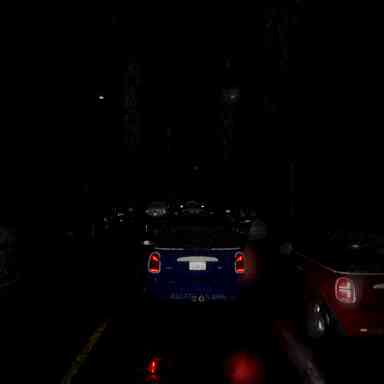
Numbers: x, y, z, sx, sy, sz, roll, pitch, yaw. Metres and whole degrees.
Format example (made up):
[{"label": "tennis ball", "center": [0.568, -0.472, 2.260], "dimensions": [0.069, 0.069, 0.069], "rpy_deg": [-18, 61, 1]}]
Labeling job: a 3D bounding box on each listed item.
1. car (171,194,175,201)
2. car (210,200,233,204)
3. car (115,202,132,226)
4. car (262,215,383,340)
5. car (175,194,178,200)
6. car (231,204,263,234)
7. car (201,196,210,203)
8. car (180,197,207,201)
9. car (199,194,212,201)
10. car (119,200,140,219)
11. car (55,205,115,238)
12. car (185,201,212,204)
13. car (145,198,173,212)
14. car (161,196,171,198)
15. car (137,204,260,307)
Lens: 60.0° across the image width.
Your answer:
[{"label": "car", "center": [-5.593, 1.614, 76.476], "dimensions": [2.008, 1.369, 4.403], "rpy_deg": [0, 0, 0]}, {"label": "car", "center": [2.863, 1.568, 28.553], "dimensions": [1.947, 1.339, 4.313], "rpy_deg": [0, 0, 0]}, {"label": "car", "center": [-5.664, 1.583, 23.055], "dimensions": [1.802, 1.307, 4.206], "rpy_deg": [0, 0, 0]}, {"label": "car", "center": [2.856, 1.440, 6.548], "dimensions": [1.967, 1.590, 4.097], "rpy_deg": [0, 0, 0]}, {"label": "car", "center": [-5.559, 1.635, 92.532], "dimensions": [1.752, 1.417, 4.829], "rpy_deg": [0, 0, 0]}, {"label": "car", "center": [2.859, 1.551, 17.551], "dimensions": [2.008, 1.369, 4.403], "rpy_deg": [0, 0, 0]}, {"label": "car", "center": [2.920, 1.577, 71.223], "dimensions": [1.752, 1.417, 4.829], "rpy_deg": [0, 0, 0]}, {"label": "car", "center": [0.008, 1.459, 27.419], "dimensions": [1.801, 1.575, 5.366], "rpy_deg": [0, 0, 0]}, {"label": "car", "center": [2.908, 1.482, 65.644], "dimensions": [1.967, 1.590, 4.097], "rpy_deg": [0, 0, 0]}, {"label": "car", "center": [-5.663, 1.443, 28.556], "dimensions": [1.967, 1.590, 4.097], "rpy_deg": [0, 0, 0]}, {"label": "car", "center": [-5.666, 1.566, 17.553], "dimensions": [1.947, 1.339, 4.313], "rpy_deg": [0, 0, 0]}, {"label": "car", "center": [0.101, 1.478, 17.398], "dimensions": [1.882, 1.535, 5.008], "rpy_deg": [0, 0, 0]}, {"label": "car", "center": [-2.992, 1.544, 29.324], "dimensions": [1.812, 1.442, 4.674], "rpy_deg": [0, 0, 0]}, {"label": "car", "center": [-5.616, 1.624, 65.659], "dimensions": [1.802, 1.307, 4.206], "rpy_deg": [0, 0, 0]}, {"label": "car", "center": [0.102, 1.352, 8.117], "dimensions": [2.097, 1.767, 4.553], "rpy_deg": [0, 0, 0]}]
